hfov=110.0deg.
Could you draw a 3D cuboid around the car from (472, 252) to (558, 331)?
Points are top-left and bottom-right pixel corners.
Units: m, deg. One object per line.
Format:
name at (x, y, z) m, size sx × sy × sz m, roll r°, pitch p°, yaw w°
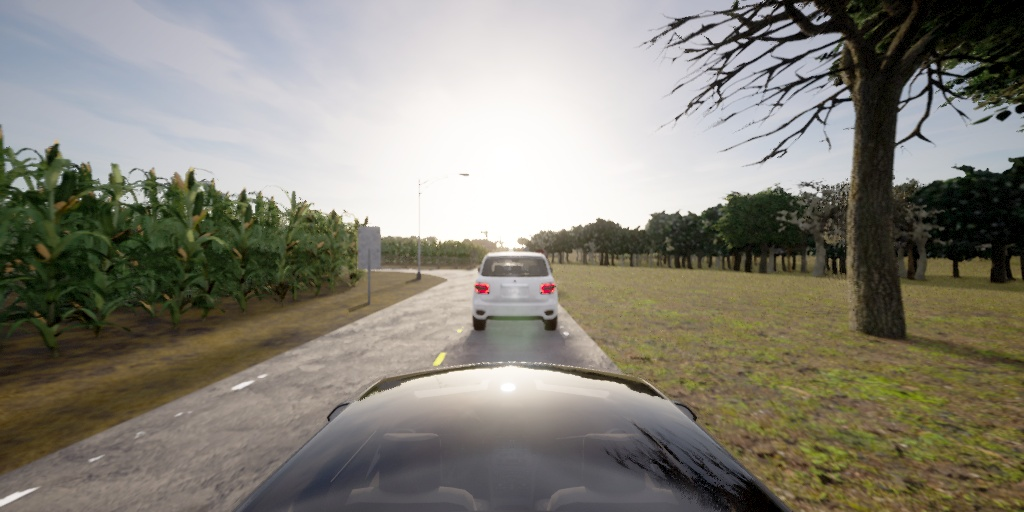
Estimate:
car at (0.097, 0.912, 10.939) m, size 2.150 × 2.045 × 5.566 m, roll 0°, pitch 0°, yaw 1°
